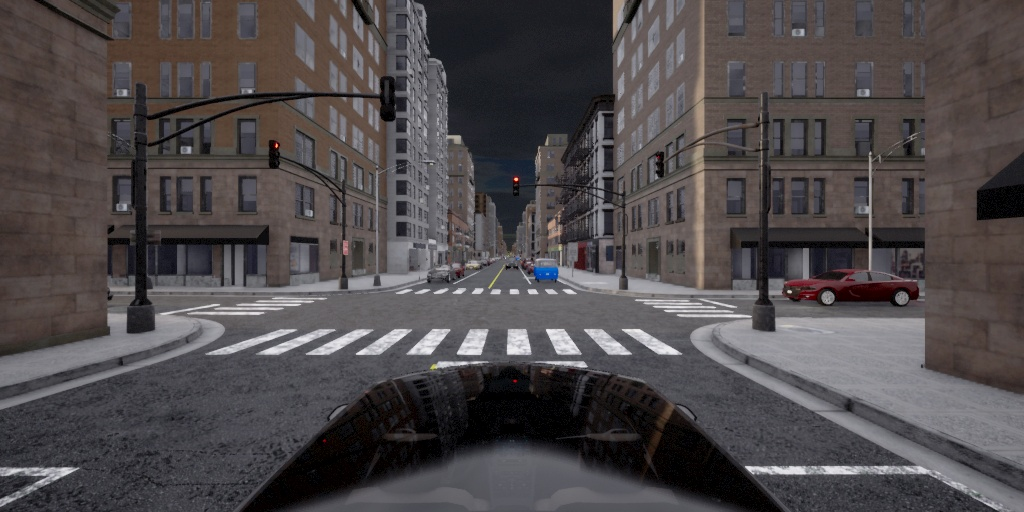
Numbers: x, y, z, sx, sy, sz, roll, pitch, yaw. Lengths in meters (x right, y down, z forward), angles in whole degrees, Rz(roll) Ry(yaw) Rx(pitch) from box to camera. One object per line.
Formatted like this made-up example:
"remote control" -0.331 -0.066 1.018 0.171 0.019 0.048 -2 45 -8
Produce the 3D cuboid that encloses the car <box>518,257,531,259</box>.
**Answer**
"car" 2.531 1.054 56.390 2.192 1.841 5.009 0 0 0

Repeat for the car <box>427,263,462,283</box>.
"car" -5.439 1.299 27.958 2.007 1.370 4.403 0 0 0

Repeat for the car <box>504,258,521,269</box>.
"car" -0.006 1.342 54.633 1.895 1.301 4.718 0 0 0

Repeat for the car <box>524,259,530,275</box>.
"car" 2.564 1.330 39.345 1.802 1.307 4.207 0 0 0

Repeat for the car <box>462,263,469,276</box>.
"car" -5.450 1.293 33.640 1.888 1.381 4.507 0 0 0

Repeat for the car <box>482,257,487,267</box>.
"car" -5.494 1.305 56.368 1.948 1.339 4.313 0 0 0

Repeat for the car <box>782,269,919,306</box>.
"car" 14.788 1.326 15.848 5.008 1.535 1.882 0 0 1

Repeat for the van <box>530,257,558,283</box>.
"van" 2.586 1.089 27.982 1.690 1.789 3.998 0 0 0

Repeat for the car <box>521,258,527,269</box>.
"car" 2.542 1.326 50.708 1.802 1.307 4.207 0 0 0

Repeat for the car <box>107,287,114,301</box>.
"car" -17.752 1.198 12.787 5.357 1.411 2.033 0 0 0

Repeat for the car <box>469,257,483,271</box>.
"car" -5.483 1.269 50.516 1.751 1.417 4.829 0 0 0
